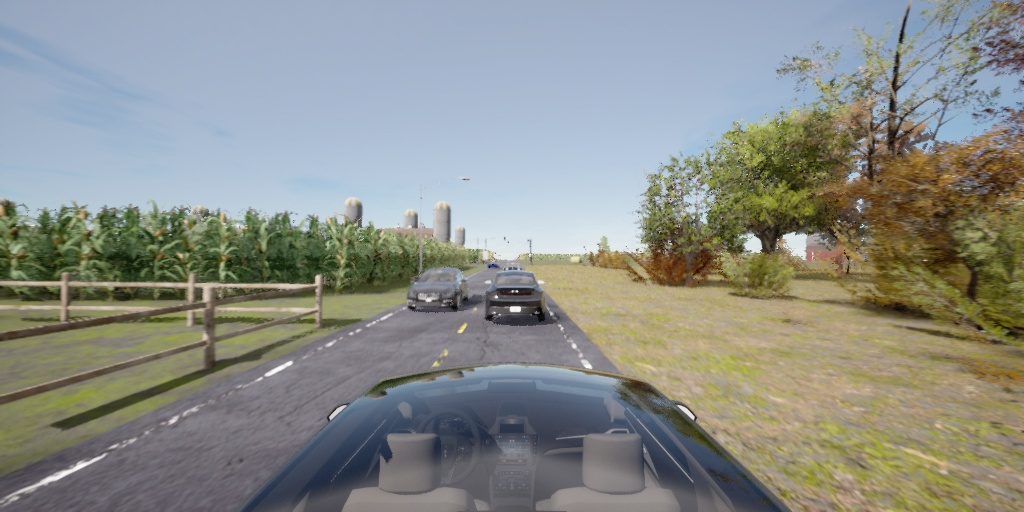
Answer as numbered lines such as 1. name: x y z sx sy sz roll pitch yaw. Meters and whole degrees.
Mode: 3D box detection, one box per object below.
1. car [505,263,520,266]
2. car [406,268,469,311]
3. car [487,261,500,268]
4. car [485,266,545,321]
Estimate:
1. car: 0.093 1.375 38.594 1.895 1.301 4.718 0 0 0
2. car: -2.855 1.261 14.668 1.837 1.490 4.892 0 0 0
3. car: -2.830 1.396 55.035 1.895 1.301 4.718 0 0 0
4. car: 0.097 1.260 12.564 1.837 1.490 4.892 0 0 0
